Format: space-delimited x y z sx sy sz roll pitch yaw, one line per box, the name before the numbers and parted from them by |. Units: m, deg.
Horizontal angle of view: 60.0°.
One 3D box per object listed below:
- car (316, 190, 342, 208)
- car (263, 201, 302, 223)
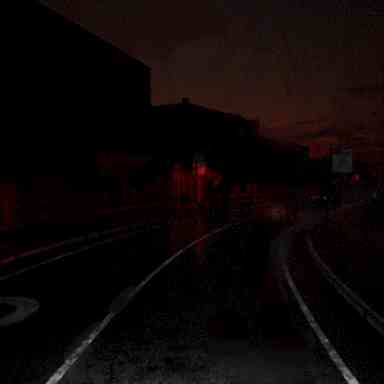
car | 16.865 0.773 40.770 2.150 2.045 5.566 3 2 33
car | 6.690 1.350 24.322 2.033 1.411 5.357 3 2 28
